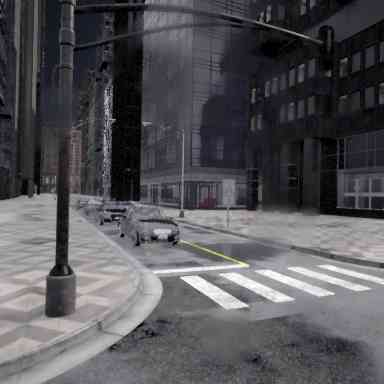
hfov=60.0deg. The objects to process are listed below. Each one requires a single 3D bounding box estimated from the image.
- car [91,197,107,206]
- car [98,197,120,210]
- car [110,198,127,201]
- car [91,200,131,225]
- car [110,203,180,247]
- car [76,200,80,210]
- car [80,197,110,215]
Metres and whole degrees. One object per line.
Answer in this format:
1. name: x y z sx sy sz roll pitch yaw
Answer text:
1. car: -14.887 1.550 53.257 1.895 1.301 4.718 1 0 -23
2. car: -11.231 1.479 44.704 2.128 1.511 4.902 1 0 -23
3. car: -7.370 1.578 35.601 1.994 1.385 4.181 1 0 -23
4. car: -5.675 1.523 23.500 1.994 1.385 4.181 1 0 -23
5. car: -2.082 1.459 15.052 2.128 1.511 4.902 1 0 -23
6. car: -13.460 1.487 41.899 1.994 1.385 4.181 1 0 -22
7. car: -9.580 1.473 32.686 1.812 1.442 4.674 1 0 -23
